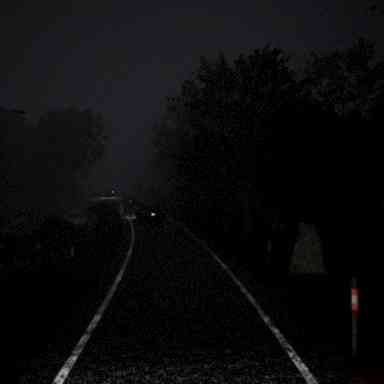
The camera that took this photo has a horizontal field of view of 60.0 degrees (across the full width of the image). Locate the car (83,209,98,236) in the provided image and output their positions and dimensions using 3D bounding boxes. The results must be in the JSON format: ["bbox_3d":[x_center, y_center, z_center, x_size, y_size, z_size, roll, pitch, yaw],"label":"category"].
[{"bbox_3d":[-7.048,1.798,20.493,2.002,1.452,4.674,1,0,-4],"label":"car"}]

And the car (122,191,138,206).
[{"bbox_3d":[-7.696,0.974,41.314,1.994,1.385,4.181,-1,3,-11],"label":"car"}]

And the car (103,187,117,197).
[{"bbox_3d":[-14.895,-0.048,60.306,2.097,1.767,4.553,0,3,-7],"label":"car"}]

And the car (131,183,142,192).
[{"bbox_3d":[-12.645,-1.055,76.106,2.150,2.045,5.566,0,2,-7],"label":"car"}]

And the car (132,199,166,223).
[{"bbox_3d":[-3.140,1.481,24.792,1.994,1.385,4.181,-1,1,-13],"label":"car"}]

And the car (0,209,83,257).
[{"bbox_3d":[-6.765,1.730,14.356,2.097,1.535,5.008,-1,-1,2],"label":"car"}]
